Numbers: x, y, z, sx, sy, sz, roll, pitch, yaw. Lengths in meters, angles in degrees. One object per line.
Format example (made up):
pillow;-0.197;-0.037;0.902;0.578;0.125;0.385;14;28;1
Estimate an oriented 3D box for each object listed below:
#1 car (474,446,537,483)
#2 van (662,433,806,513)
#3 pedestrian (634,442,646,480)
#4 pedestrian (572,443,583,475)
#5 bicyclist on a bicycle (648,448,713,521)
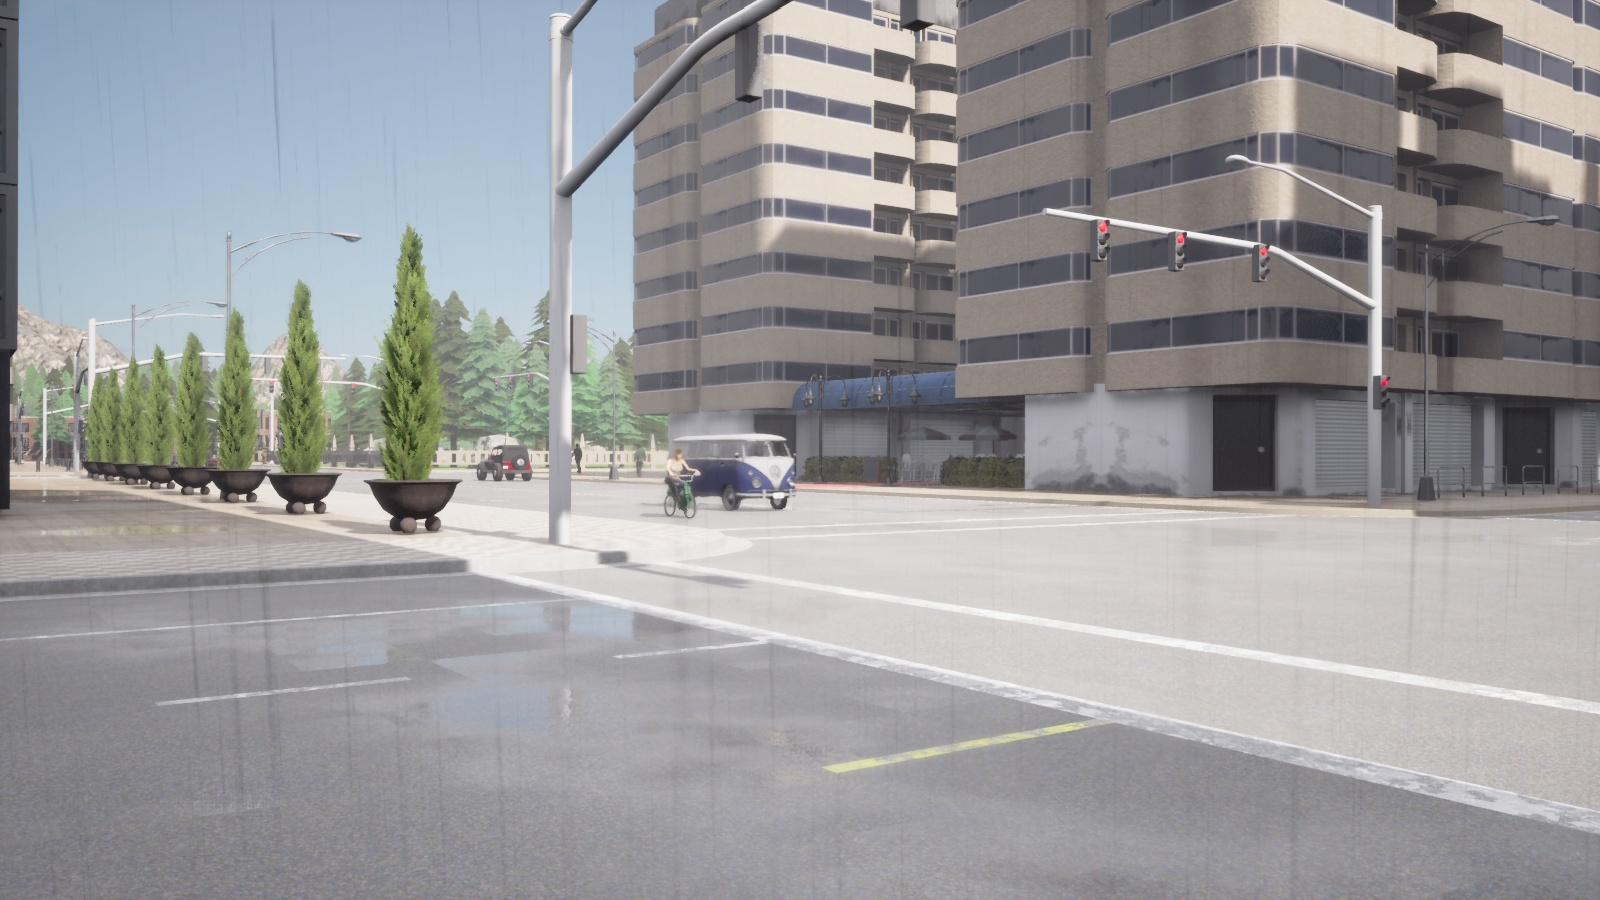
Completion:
car;-15.399;0.734;65.583;1.905;1.878;3.866;0;0;-34
van;-1.837;0.586;33.537;1.775;1.987;4.442;0;0;-35
pedestrian;-8.366;0.582;65.571;0.423;1.949;0.788;0;0;-23
pedestrian;-13.352;0.556;75.344;0.395;1.930;0.692;0;0;-33
bicyclist on a bicycle;-2.730;0.758;28.658;0.866;1.612;1.509;0;0;-34
